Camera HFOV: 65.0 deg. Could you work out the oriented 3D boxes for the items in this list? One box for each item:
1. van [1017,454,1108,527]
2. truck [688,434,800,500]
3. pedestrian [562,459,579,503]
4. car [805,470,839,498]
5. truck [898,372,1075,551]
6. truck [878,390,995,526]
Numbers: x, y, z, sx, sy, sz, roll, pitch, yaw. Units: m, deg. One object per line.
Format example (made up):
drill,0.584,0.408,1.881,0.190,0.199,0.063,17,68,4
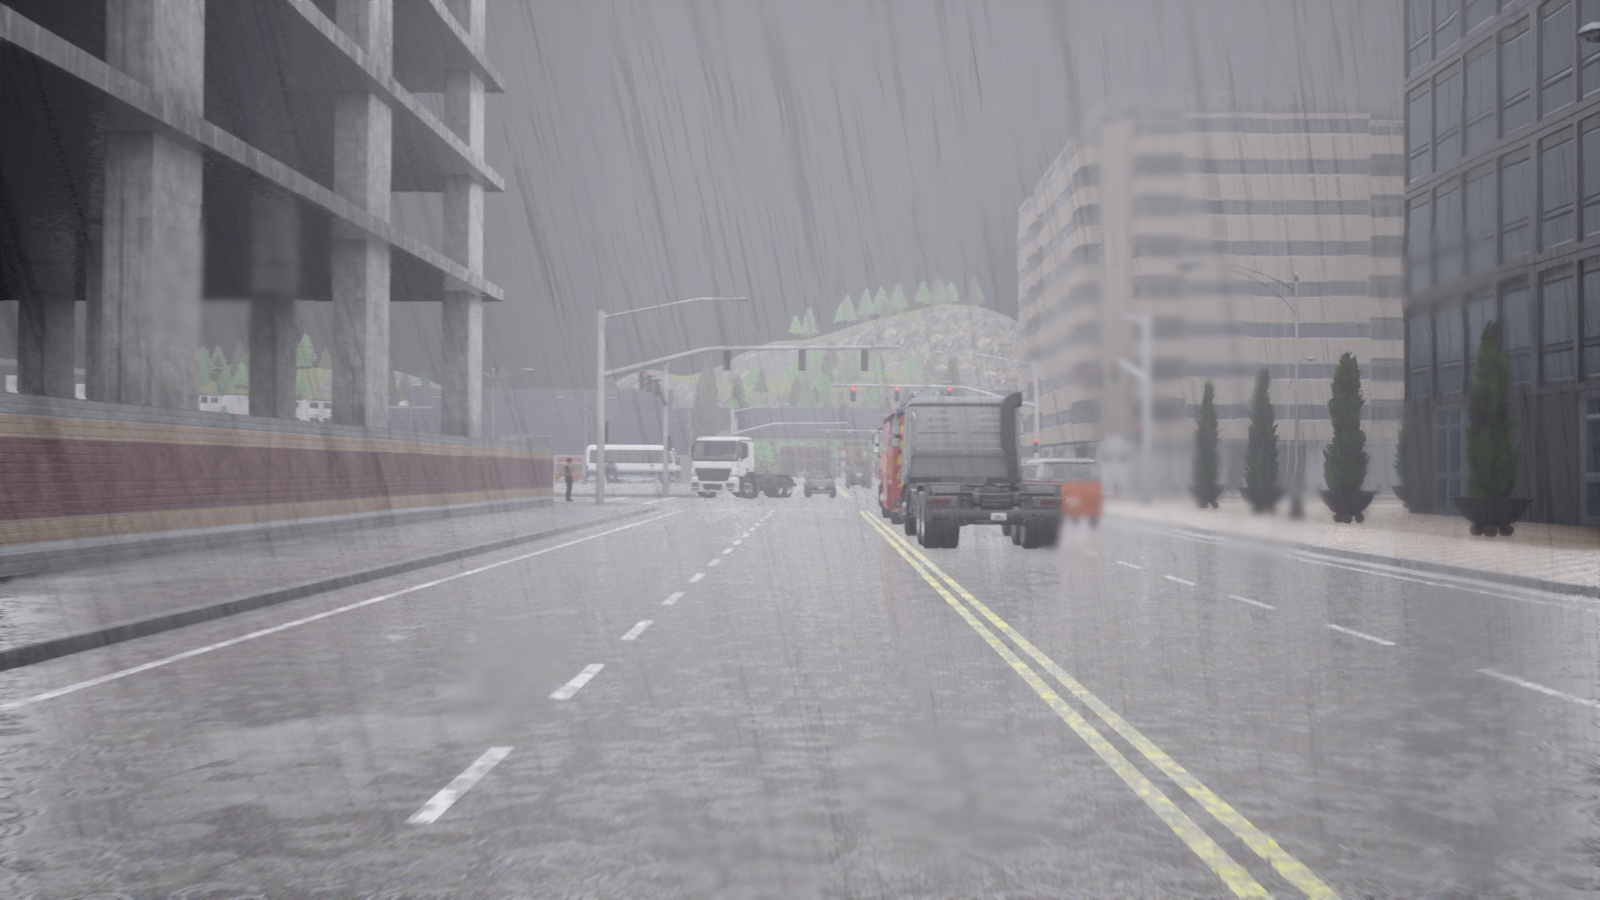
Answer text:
van,7.571,1.144,36.570,1.775,1.987,4.442,0,-1,1
truck,-2.980,0.971,70.067,2.891,3.462,7.936,0,-1,25
pedestrian,-9.725,1.314,53.227,0.594,1.836,0.345,1,-1,-44
car,1.241,1.983,73.072,1.789,1.549,3.705,0,-1,-2
truck,3.913,0.284,28.231,2.891,3.462,7.936,0,-1,1
truck,4.117,0.289,39.695,2.891,3.827,8.468,0,-1,1
